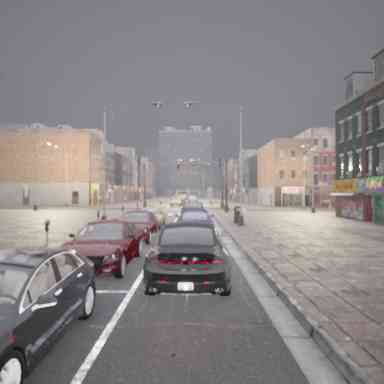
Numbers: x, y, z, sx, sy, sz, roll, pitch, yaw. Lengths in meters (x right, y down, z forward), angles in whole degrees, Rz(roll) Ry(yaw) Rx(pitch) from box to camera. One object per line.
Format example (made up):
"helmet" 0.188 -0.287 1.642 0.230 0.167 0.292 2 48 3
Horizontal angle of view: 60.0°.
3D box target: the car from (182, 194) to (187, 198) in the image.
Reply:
"car" -2.489 1.384 58.511 2.192 1.841 5.009 0 0 0

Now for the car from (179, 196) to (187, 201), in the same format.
"car" -2.411 1.715 91.176 1.887 1.381 4.507 0 0 0

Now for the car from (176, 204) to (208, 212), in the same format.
"car" 0.132 1.527 16.215 1.812 1.442 4.674 0 0 0

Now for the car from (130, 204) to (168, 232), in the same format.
"car" -2.582 1.530 20.940 1.752 1.417 4.829 0 0 0

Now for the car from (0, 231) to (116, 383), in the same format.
"car" -2.622 1.550 4.628 2.008 1.369 4.403 0 0 0

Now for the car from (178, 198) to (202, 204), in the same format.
"car" 0.088 1.488 26.484 1.882 1.535 5.008 0 0 0

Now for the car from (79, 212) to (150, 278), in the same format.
"car" -2.608 1.544 10.122 1.887 1.381 4.507 0 0 0

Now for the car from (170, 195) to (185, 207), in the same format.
"car" -2.504 1.581 52.898 1.752 1.417 4.829 0 0 0

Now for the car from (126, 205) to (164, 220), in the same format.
"car" -2.595 1.546 15.617 1.887 1.381 4.507 0 0 0

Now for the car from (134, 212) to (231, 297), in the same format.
"car" -0.057 1.504 8.598 1.837 1.490 4.892 0 0 1

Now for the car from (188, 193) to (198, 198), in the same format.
"car" 0.205 1.361 83.175 2.150 2.045 5.566 0 0 0
